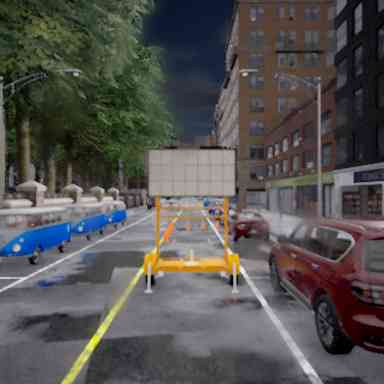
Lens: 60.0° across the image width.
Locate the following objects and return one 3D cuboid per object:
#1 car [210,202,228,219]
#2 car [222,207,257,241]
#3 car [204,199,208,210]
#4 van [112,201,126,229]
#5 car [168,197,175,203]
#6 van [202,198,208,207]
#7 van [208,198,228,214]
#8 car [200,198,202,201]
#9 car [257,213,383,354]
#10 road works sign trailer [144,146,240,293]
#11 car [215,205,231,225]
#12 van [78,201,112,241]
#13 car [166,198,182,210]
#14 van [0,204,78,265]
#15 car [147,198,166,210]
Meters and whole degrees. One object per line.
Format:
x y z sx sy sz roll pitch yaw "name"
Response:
2.845 1.836 28.775 1.802 1.307 4.206 0 0 0 "car"
2.850 1.703 17.454 1.887 1.381 4.507 0 0 0 "car"
2.841 1.892 40.095 1.887 1.381 4.507 0 0 0 "car"
-5.678 1.550 23.085 1.690 1.788 3.998 0 0 0 "van"
-5.707 2.280 94.890 1.752 1.417 4.829 0 0 0 "car"
2.836 1.777 51.418 1.690 1.788 3.998 0 0 0 "van"
2.842 1.642 34.437 1.690 1.788 3.998 0 0 0 "van"
2.834 2.044 57.076 1.947 1.339 4.313 0 0 0 "car"
2.853 1.372 6.136 2.192 1.841 5.009 0 -1 0 "car"
-0.002 0.549 9.097 2.380 3.560 2.880 0 -1 0 "road works sign trailer"
2.848 1.789 23.114 1.802 1.307 4.206 0 0 0 "car"
-5.676 1.502 17.427 1.690 1.788 3.998 0 0 0 "van"
-3.097 1.668 52.626 2.150 2.045 5.566 0 0 0 "car"
-5.674 1.452 11.770 1.690 1.788 3.998 0 -1 0 "van"
-5.689 1.753 51.374 2.192 1.841 5.009 0 0 0 "car"
